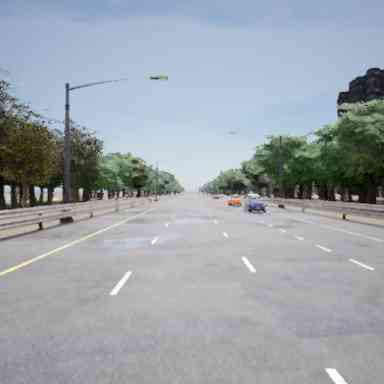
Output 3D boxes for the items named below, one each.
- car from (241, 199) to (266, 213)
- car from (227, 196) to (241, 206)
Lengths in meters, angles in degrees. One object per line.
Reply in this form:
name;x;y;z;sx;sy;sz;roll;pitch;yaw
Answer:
car;7.081;1.557;37.732;1.812;1.442;4.674;0;0;0
car;7.162;1.388;56.531;2.097;1.767;4.553;0;0;0
